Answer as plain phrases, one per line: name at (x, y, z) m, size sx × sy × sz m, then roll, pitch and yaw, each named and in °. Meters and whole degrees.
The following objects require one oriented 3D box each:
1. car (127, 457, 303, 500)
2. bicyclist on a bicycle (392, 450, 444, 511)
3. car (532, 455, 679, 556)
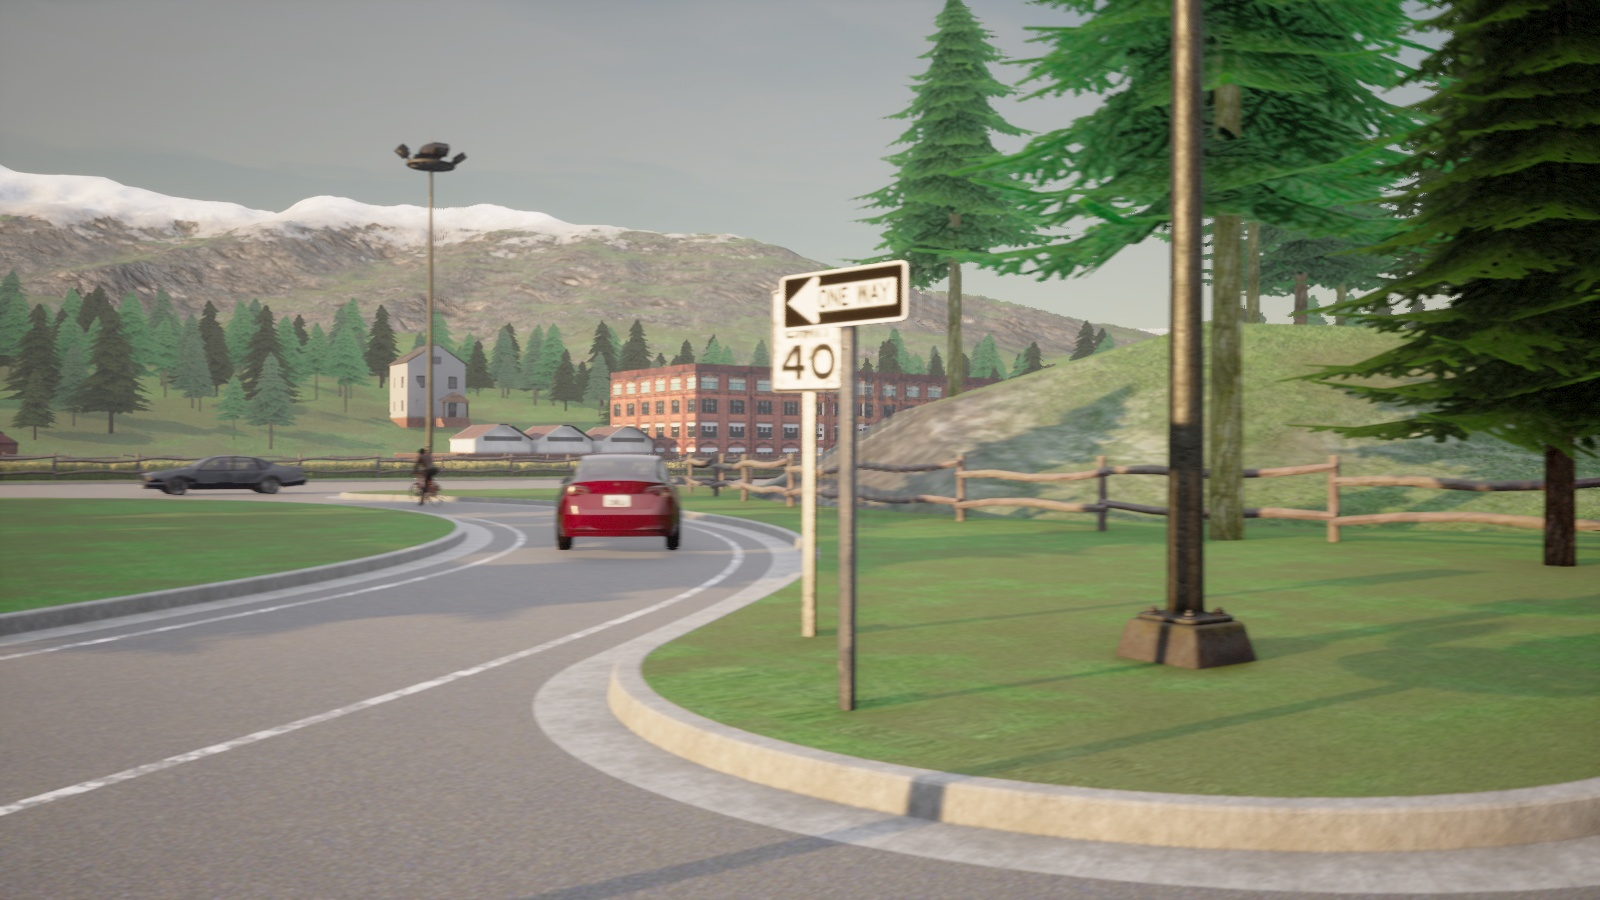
car at (-20.588, 0.962, 44.320) m, size 5.357 × 1.411 × 2.033 m, roll 0°, pitch 0°, yaw -35°
bicyclist on a bicycle at (-10.519, 0.828, 34.515) m, size 1.656 × 1.620 × 0.582 m, roll -1°, pitch 1°, yaw 43°
car at (-3.135, 0.823, 21.026) m, size 2.163 × 1.488 × 4.792 m, roll 0°, pitch 0°, yaw -6°
